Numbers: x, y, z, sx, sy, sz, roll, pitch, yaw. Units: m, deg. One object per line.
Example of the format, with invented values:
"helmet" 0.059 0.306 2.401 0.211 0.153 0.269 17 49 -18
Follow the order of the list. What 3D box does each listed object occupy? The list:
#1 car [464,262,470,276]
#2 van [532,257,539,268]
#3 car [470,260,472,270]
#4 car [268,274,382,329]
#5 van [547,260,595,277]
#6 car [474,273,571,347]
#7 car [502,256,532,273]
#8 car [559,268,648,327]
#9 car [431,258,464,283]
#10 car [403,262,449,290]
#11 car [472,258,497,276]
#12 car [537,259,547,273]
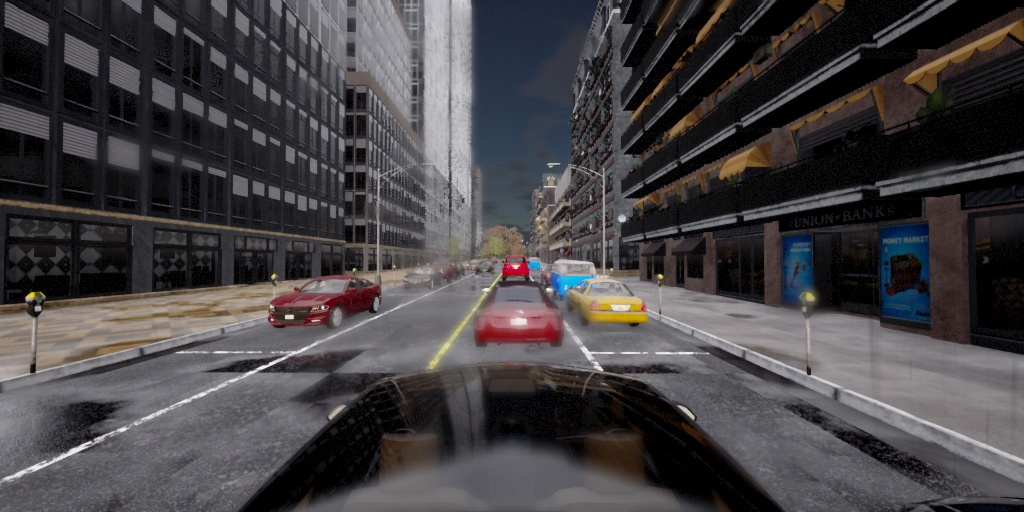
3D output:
"car" -5.438 1.325 33.939 1.948 1.339 4.313 0 0 0
"van" 3.076 1.106 50.852 1.690 1.789 3.998 0 0 0
"car" -5.305 1.205 50.911 1.967 1.591 4.097 0 0 0
"car" -5.616 1.298 11.311 1.888 1.381 4.507 0 0 0
"van" 2.809 1.095 16.909 1.690 1.789 3.998 0 0 0
"car" 0.157 1.316 9.319 1.994 1.385 4.181 0 0 0
"car" 0.318 0.980 30.070 2.150 2.045 5.566 0 0 1
"car" 2.766 1.278 11.422 1.751 1.417 4.829 0 0 0
"car" -5.483 1.072 28.282 2.192 1.841 5.009 0 0 0
"car" -5.527 1.306 22.625 2.007 1.370 4.403 0 0 0
"car" -2.791 1.267 38.176 1.837 1.490 4.892 0 0 1
"car" 2.853 1.196 22.566 1.967 1.591 4.097 0 0 0
